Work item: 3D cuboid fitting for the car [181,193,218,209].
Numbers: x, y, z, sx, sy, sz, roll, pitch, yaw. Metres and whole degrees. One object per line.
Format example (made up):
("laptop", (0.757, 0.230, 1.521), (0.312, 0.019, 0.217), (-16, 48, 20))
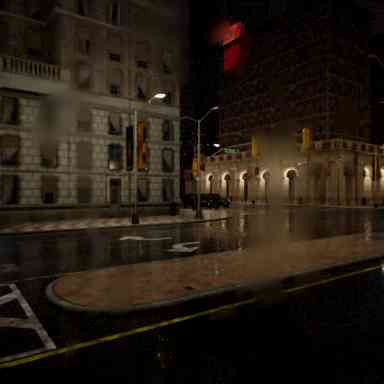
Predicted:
("car", (0.597, 1.221, 45.948), (2.150, 2.045, 5.566), (0, 0, -35))

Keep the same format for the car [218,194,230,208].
("car", (3.086, 1.221, 48.487), (2.150, 2.045, 5.566), (0, 0, -36))
